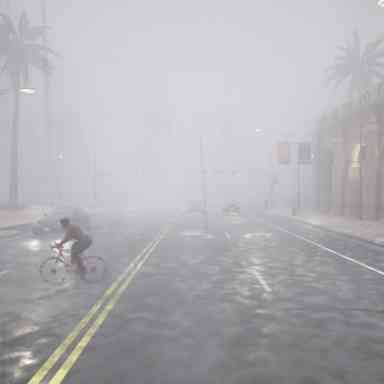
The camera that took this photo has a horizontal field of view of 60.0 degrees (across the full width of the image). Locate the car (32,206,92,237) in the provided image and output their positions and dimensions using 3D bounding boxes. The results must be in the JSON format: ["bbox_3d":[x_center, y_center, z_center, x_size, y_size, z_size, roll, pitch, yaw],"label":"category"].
[{"bbox_3d":[-6.945,1.526,18.345,1.812,1.442,4.674,0,0,1],"label":"car"}]

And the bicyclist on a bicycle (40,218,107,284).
[{"bbox_3d":[-2.912,1.455,8.129,1.656,1.620,0.582,-2,0,0],"label":"bicyclist on a bicycle"}]

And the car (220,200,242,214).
[{"bbox_3d":[3.970,1.526,34.847,1.812,1.442,4.674,0,0,2],"label":"car"}]

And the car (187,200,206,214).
[{"bbox_3d":[0.436,1.547,34.867,2.033,1.411,5.357,0,0,1],"label":"car"}]
